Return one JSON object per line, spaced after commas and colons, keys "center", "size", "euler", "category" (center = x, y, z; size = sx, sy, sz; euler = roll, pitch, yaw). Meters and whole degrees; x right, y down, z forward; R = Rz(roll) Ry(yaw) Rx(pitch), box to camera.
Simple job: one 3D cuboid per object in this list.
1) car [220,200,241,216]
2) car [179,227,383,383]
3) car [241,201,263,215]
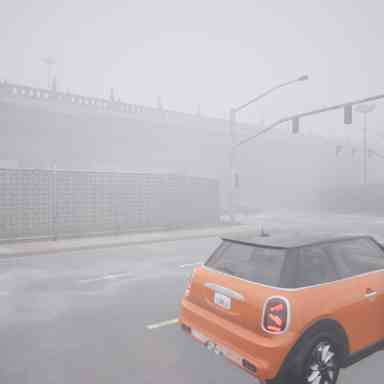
{"center": [2.244, 1.559, 33.004], "size": [1.837, 1.490, 4.892], "euler": [0, 0, -36], "category": "car"}
{"center": [2.115, 1.352, 5.295], "size": [4.553, 1.767, 2.097], "euler": [0, 0, -35], "category": "car"}
{"center": [4.996, 1.602, 35.174], "size": [2.033, 1.411, 5.357], "euler": [0, 0, -35], "category": "car"}
